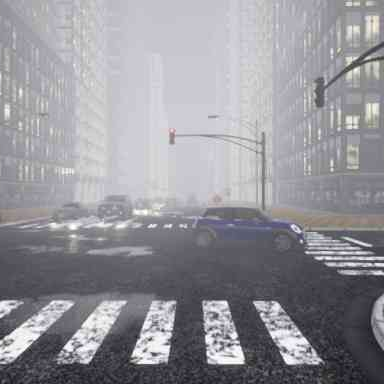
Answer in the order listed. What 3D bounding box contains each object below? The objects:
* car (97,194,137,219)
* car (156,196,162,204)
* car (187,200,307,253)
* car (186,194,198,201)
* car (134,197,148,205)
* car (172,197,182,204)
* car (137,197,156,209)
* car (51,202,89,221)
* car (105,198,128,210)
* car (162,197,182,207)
[{"bbox_3d":[-6.612,1.241,29.210,2.150,2.045,5.566,0,0,0],"label":"car"},{"bbox_3d":[-6.518,1.605,64.360,1.882,1.535,5.008,0,0,0],"label":"car"},{"bbox_3d":[2.311,1.356,13.653,4.553,1.767,2.097,0,0,19],"label":"car"},{"bbox_3d":[-0.017,1.597,60.194,1.837,1.490,4.892,0,0,0],"label":"car"},{"bbox_3d":[-9.774,1.668,63.630,1.994,1.385,4.181,0,0,0],"label":"car"},{"bbox_3d":[-3.202,1.692,70.366,1.994,1.385,4.181,0,0,0],"label":"car"},{"bbox_3d":[-6.608,1.540,45.044,2.128,1.511,4.902,0,0,0],"label":"car"},{"bbox_3d":[-9.859,1.542,27.382,1.812,1.442,4.674,0,0,0],"label":"car"},{"bbox_3d":[-9.858,1.523,43.748,1.882,1.535,5.008,0,0,0],"label":"car"},{"bbox_3d":[-3.165,1.561,53.282,2.128,1.511,4.902,0,0,0],"label":"car"}]
